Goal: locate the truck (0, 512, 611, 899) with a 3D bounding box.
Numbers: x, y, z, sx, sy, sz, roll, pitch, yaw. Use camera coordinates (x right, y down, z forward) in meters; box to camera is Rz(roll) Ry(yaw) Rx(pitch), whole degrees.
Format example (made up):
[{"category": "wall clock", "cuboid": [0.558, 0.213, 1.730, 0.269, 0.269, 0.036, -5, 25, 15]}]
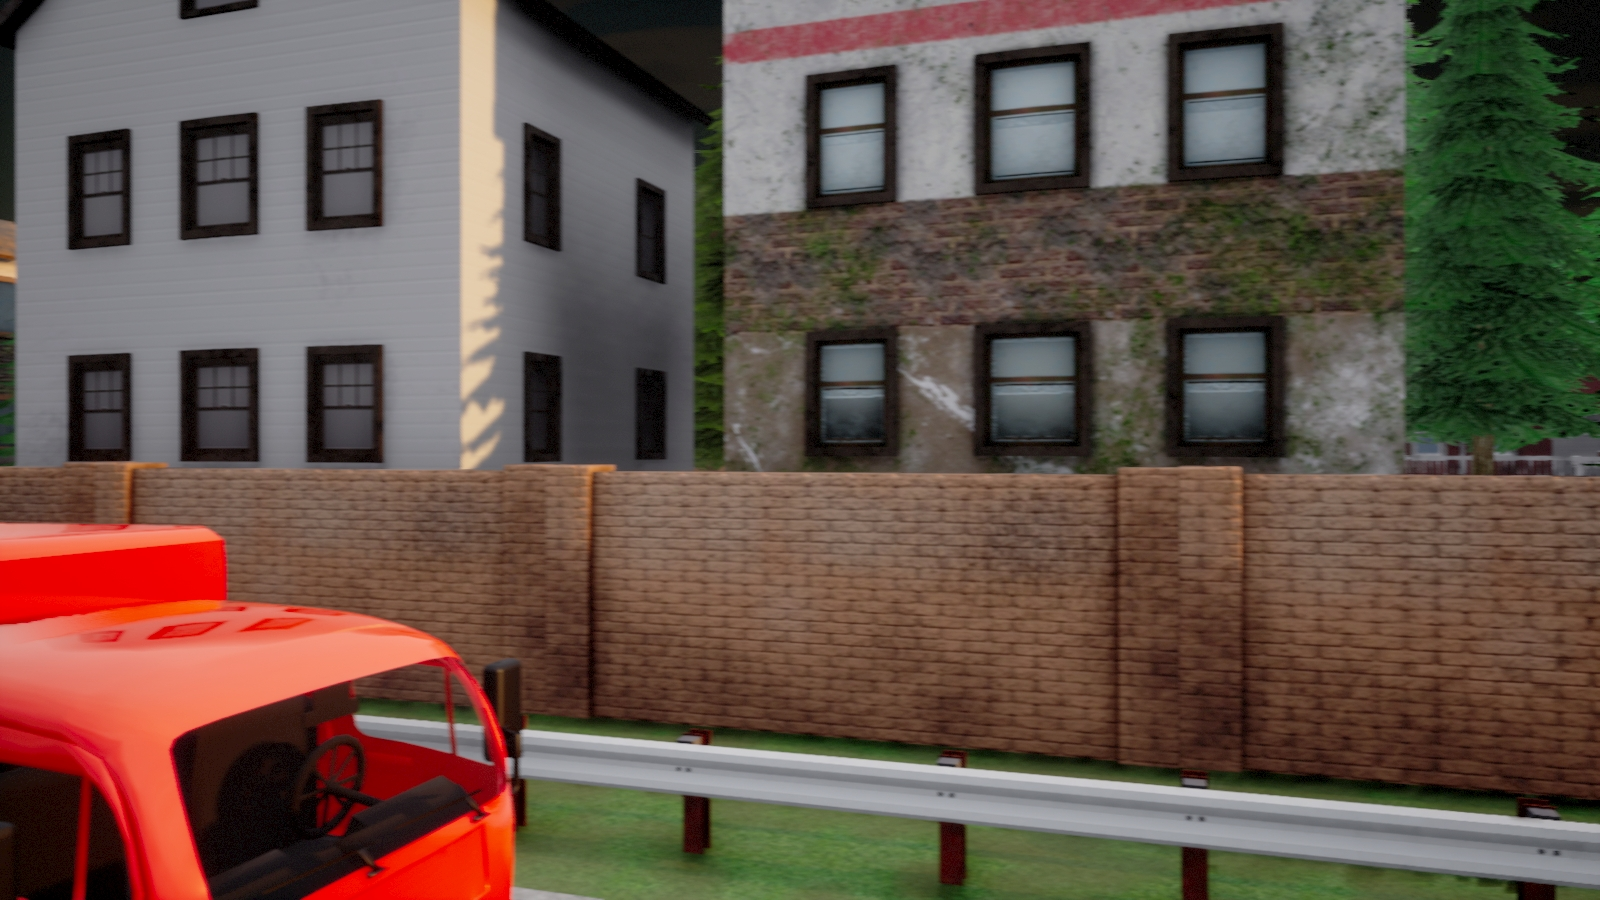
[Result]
[{"category": "truck", "cuboid": [-3.703, 1.563, 4.508, 5.204, 2.467, 2.627, 0, 0, 18]}]
